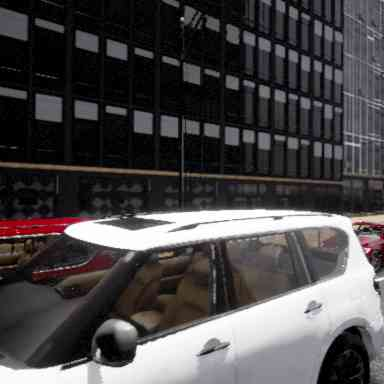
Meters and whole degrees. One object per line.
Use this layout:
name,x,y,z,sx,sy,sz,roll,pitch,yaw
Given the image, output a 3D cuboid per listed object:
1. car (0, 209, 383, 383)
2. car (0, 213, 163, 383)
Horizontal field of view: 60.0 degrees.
car,-0.384,1.239,3.090,5.566,2.045,2.150,0,0,-36
car,-3.100,1.344,4.295,5.009,1.841,2.192,0,0,-36
